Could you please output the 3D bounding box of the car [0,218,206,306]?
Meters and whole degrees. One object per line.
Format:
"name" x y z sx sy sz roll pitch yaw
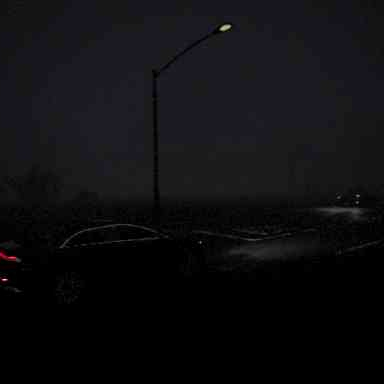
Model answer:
"car" -1.852 1.376 7.897 4.902 1.511 2.128 -2 2 -39

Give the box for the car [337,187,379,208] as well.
"car" 15.249 0.387 30.501 4.553 1.767 2.097 -2 2 -39
